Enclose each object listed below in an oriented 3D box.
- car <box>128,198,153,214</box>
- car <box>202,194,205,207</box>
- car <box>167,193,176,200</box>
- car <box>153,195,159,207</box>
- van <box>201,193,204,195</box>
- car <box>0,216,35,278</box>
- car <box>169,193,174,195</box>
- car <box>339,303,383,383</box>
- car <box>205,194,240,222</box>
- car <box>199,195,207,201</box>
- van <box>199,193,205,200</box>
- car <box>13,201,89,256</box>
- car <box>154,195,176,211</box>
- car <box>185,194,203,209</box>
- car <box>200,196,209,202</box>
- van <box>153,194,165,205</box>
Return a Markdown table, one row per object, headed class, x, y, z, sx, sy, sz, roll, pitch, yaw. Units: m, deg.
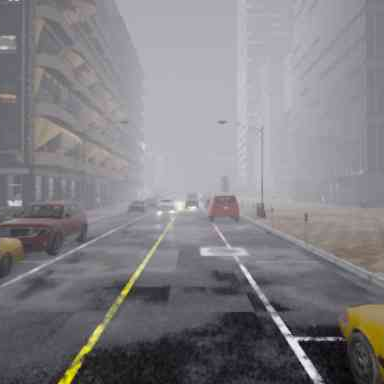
| class | x | y | z | sx | sy | sz | roll | pitch | yaw |
| --- | --- | --- | --- | --- | --- | --- | --- | --- | --- |
| car | -5.673 | 1.503 | 35.594 | 1.887 | 1.381 | 4.507 | 1 | 0 | 0 |
| car | 2.711 | 1.387 | 46.731 | 1.967 | 1.590 | 4.097 | 1 | 0 | 0 |
| car | -5.660 | 1.222 | 91.290 | 2.192 | 1.841 | 5.009 | 1 | 0 | 0 |
| car | -5.671 | 1.513 | 46.733 | 1.947 | 1.339 | 4.313 | 1 | 0 | 0 |
| van | 2.715 | 1.273 | 63.440 | 1.690 | 1.788 | 3.998 | 1 | 0 | 0 |
| car | -5.678 | 1.516 | 7.576 | 1.752 | 1.417 | 4.829 | 1 | 0 | 0 |
| car | -5.666 | 1.472 | 74.581 | 2.008 | 1.369 | 4.403 | 1 | 0 | 0 |
| car | 2.701 | 1.522 | 2.344 | 1.752 | 1.417 | 4.829 | 1 | 0 | 0 |
| car | 2.398 | 1.197 | 26.166 | 2.150 | 2.045 | 5.566 | 0 | 0 | 0 |
| car | 2.715 | 1.441 | 80.318 | 1.752 | 1.417 | 4.829 | 1 | 0 | 0 |
| van | 2.720 | 1.248 | 91.289 | 1.690 | 1.788 | 3.998 | 1 | 0 | 0 |
| car | -5.673 | 1.299 | 13.316 | 2.192 | 1.841 | 5.009 | 1 | 0 | 0 |
| car | -3.078 | 1.479 | 40.215 | 1.812 | 1.442 | 4.674 | 0 | 0 | 0 |
| car | 0.030 | 1.440 | 45.505 | 2.128 | 1.511 | 4.902 | 0 | 0 | 1 |
| car | 2.714 | 1.503 | 74.578 | 1.802 | 1.307 | 4.206 | 1 | 0 | 0 |
| van | -5.666 | 1.278 | 57.873 | 1.690 | 1.788 | 3.998 | 1 | 0 | 0 |
